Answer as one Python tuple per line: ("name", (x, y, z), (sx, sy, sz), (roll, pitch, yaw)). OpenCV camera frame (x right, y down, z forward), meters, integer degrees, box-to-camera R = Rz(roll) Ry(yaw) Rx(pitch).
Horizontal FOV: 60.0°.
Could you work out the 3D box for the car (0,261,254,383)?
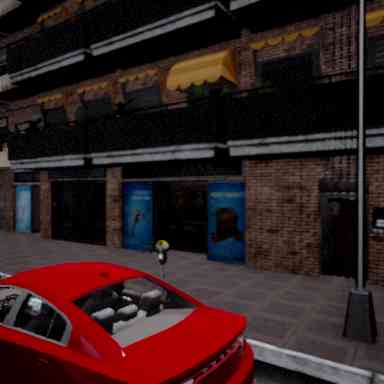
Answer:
("car", (-1.533, 1.523, 3.892), (4.507, 1.381, 1.887), (0, 1, 34))
